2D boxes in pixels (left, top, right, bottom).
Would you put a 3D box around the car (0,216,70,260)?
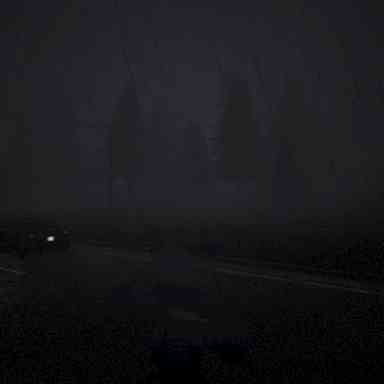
[{"bbox_3d":[-6.672,1.661,13.038,4.181,1.385,1.994,-1,0,36],"label":"car"}]
